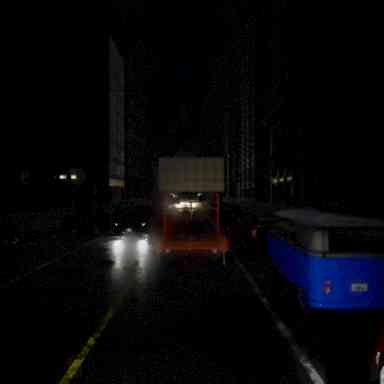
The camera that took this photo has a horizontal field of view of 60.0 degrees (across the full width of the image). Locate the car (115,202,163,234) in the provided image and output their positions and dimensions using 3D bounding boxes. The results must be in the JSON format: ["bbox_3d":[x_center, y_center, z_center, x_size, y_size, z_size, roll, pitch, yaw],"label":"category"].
[{"bbox_3d":[-3.119,1.537,19.260,2.033,1.411,5.357,0,0,0],"label":"car"}]

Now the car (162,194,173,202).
[{"bbox_3d":[-5.857,1.308,80.230,2.192,1.841,5.009,0,0,0],"label":"car"}]

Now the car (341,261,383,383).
[{"bbox_3d":[2.762,1.544,1.723,1.887,1.381,4.507,0,0,0],"label":"car"}]

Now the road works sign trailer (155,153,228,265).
[{"bbox_3d":[-0.013,0.457,11.662,2.380,3.560,2.880,0,0,0],"label":"road works sign trailer"}]

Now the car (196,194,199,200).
[{"bbox_3d":[2.675,1.307,74.641,2.192,1.841,5.009,0,0,0],"label":"car"}]

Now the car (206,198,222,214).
[{"bbox_3d":[2.722,1.569,35.377,1.802,1.307,4.206,0,0,0],"label":"car"}]

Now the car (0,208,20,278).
[{"bbox_3d":[-5.769,1.310,7.307,2.192,1.841,5.009,0,0,0],"label":"car"}]

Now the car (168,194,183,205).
[{"bbox_3d":[-3.103,1.536,60.344,2.033,1.411,5.357,0,0,1],"label":"car"}]

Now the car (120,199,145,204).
[{"bbox_3d":[-5.796,1.538,29.745,2.008,1.369,4.403,0,0,0],"label":"car"}]

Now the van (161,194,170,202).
[{"bbox_3d":[-5.851,1.332,74.621,1.690,1.788,3.998,0,0,0],"label":"van"}]

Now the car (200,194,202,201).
[{"bbox_3d":[2.708,1.302,46.596,2.192,1.841,5.009,0,0,0],"label":"car"}]

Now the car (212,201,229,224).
[{"bbox_3d":[2.735,1.554,24.159,1.947,1.339,4.313,0,0,0],"label":"car"}]

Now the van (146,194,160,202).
[{"bbox_3d":[-5.817,1.328,46.573,1.690,1.788,3.998,0,0,0],"label":"van"}]

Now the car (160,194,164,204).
[{"bbox_3d":[-5.824,1.428,52.183,1.967,1.590,4.097,0,0,0],"label":"car"}]

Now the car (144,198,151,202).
[{"bbox_3d":[-5.804,1.568,35.354,1.802,1.307,4.206,0,0,0],"label":"car"}]

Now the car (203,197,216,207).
[{"bbox_3d":[2.701,1.513,52.375,1.752,1.417,4.829,0,0,0],"label":"car"}]

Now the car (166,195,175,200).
[{"bbox_3d":[-5.871,1.547,91.449,2.008,1.369,4.403,0,0,0],"label":"car"}]

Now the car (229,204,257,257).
[{"bbox_3d":[2.749,1.432,12.941,1.967,1.590,4.097,0,0,0],"label":"car"}]

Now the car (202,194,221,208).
[{"bbox_3d":[2.715,1.302,40.986,2.192,1.841,5.009,0,0,0],"label":"car"}]

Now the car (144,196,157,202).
[{"bbox_3d":[-5.810,1.512,40.794,1.752,1.417,4.829,0,0,0],"label":"car"}]

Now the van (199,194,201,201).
[{"bbox_3d":[2.688,1.330,63.423,1.690,1.788,3.998,0,0,0],"label":"van"}]

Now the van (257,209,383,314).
[{"bbox_3d":[2.756,1.337,7.332,1.690,1.788,3.998,0,0,0],"label":"van"}]

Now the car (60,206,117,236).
[{"bbox_3d":[-5.783,1.556,18.526,1.947,1.339,4.313,0,0,0],"label":"car"}]
